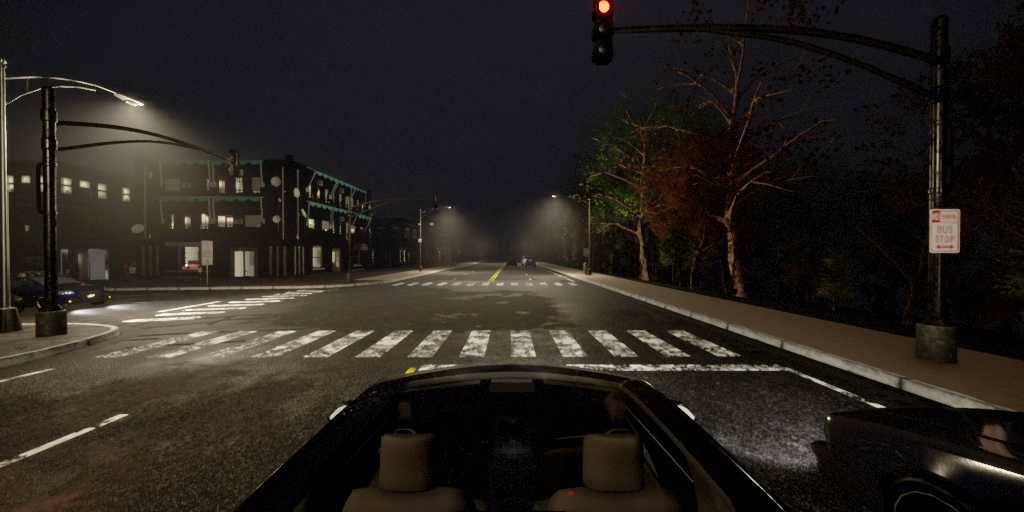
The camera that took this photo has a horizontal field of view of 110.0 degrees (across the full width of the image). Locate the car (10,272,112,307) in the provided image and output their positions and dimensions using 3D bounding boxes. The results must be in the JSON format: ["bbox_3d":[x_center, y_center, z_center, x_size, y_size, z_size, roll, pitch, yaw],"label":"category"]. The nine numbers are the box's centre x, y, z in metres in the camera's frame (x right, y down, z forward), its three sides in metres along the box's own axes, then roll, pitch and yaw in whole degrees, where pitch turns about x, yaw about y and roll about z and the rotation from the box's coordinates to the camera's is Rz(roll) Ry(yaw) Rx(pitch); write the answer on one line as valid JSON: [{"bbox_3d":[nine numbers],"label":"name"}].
[{"bbox_3d":[-19.861,1.534,15.220,4.181,1.385,1.994,-1,1,0],"label":"car"}]

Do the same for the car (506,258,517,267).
[{"bbox_3d":[-0.027,1.203,63.151,1.882,1.535,5.008,0,0,0],"label":"car"}]

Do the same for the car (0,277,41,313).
[{"bbox_3d":[-19.969,1.564,12.514,4.313,1.339,1.948,0,0,0],"label":"car"}]

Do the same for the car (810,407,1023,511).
[{"bbox_3d":[3.354,1.298,0.401,2.033,1.411,5.357,0,0,0],"label":"car"}]

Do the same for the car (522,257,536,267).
[{"bbox_3d":[3.226,1.273,63.182,2.033,1.411,5.357,0,0,0],"label":"car"}]
